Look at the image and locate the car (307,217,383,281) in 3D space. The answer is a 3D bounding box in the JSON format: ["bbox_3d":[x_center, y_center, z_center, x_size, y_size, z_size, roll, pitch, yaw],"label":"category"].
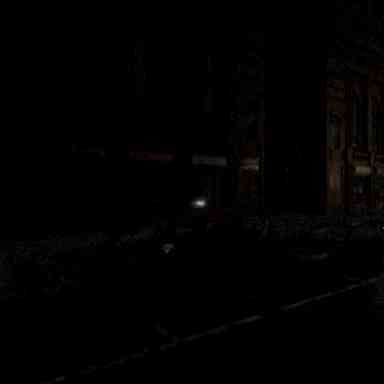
[{"bbox_3d":[4.243,1.544,9.665,4.206,1.307,1.802,0,0,-35],"label":"car"}]

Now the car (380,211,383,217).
[{"bbox_3d":[8.806,1.255,12.913,5.009,1.841,2.192,0,0,-35],"label":"car"}]

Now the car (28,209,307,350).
[{"bbox_3d":[-0.320,1.301,6.414,5.009,1.841,2.192,0,0,-35],"label":"car"}]
